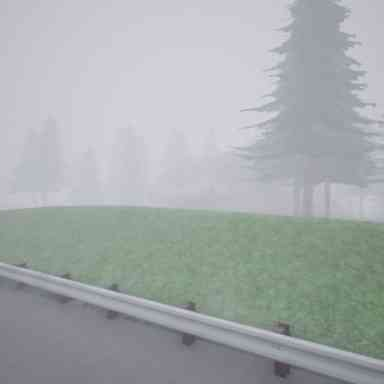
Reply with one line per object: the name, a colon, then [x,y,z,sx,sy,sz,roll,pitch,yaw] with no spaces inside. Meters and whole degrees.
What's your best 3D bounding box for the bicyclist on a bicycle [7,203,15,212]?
bicyclist on a bicycle: [-34.605,2.945,63.580,1.656,1.620,0.582,1,-3,11]
